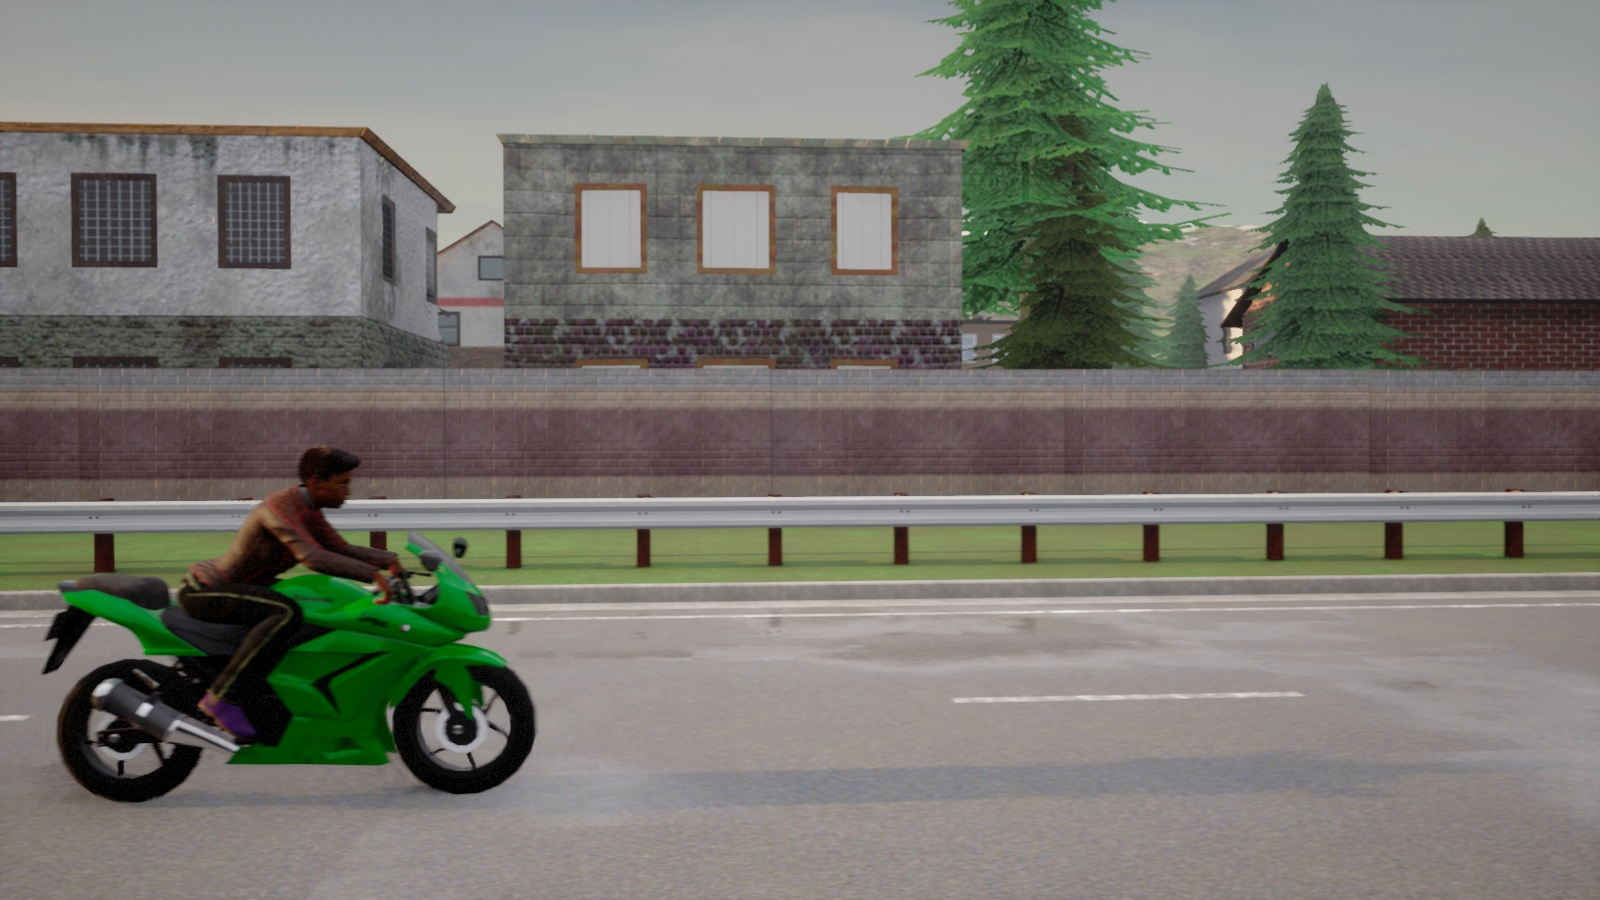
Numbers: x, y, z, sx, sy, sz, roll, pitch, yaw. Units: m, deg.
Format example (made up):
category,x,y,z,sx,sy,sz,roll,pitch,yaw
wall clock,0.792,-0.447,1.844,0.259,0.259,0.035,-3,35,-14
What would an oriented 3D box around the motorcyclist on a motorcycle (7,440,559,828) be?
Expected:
category,x,y,z,sx,sy,sz,roll,pitch,yaw
motorcyclist on a motorcycle,-2.122,0.725,5.402,2.044,1.523,0.797,0,1,-4
